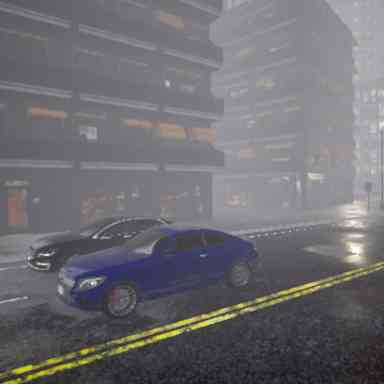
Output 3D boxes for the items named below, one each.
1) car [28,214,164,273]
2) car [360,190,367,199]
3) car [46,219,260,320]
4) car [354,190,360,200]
[{"bbox_3d":[-2.269,1.463,10.099,4.892,1.490,1.837,0,0,-36],"label":"car"},{"bbox_3d":[27.286,0.393,56.519,4.097,1.590,1.967,1,1,41],"label":"car"},{"bbox_3d":[-0.486,1.482,7.380,4.674,1.442,1.812,-1,0,-36],"label":"car"},{"bbox_3d":[21.952,0.630,49.829,4.829,1.417,1.752,1,1,41],"label":"car"}]
